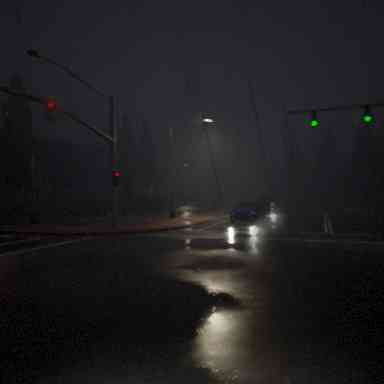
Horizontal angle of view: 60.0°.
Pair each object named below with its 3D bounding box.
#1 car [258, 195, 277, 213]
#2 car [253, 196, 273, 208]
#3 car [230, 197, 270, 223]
[{"bbox_3d":[7.561,1.174,34.154,2.097,1.767,4.553,-1,0,16],"label":"car"},{"bbox_3d":[9.503,1.300,44.962,1.812,1.442,4.674,-1,0,1],"label":"car"},{"bbox_3d":[4.229,1.373,24.779,1.882,1.535,5.008,-1,0,22],"label":"car"}]
